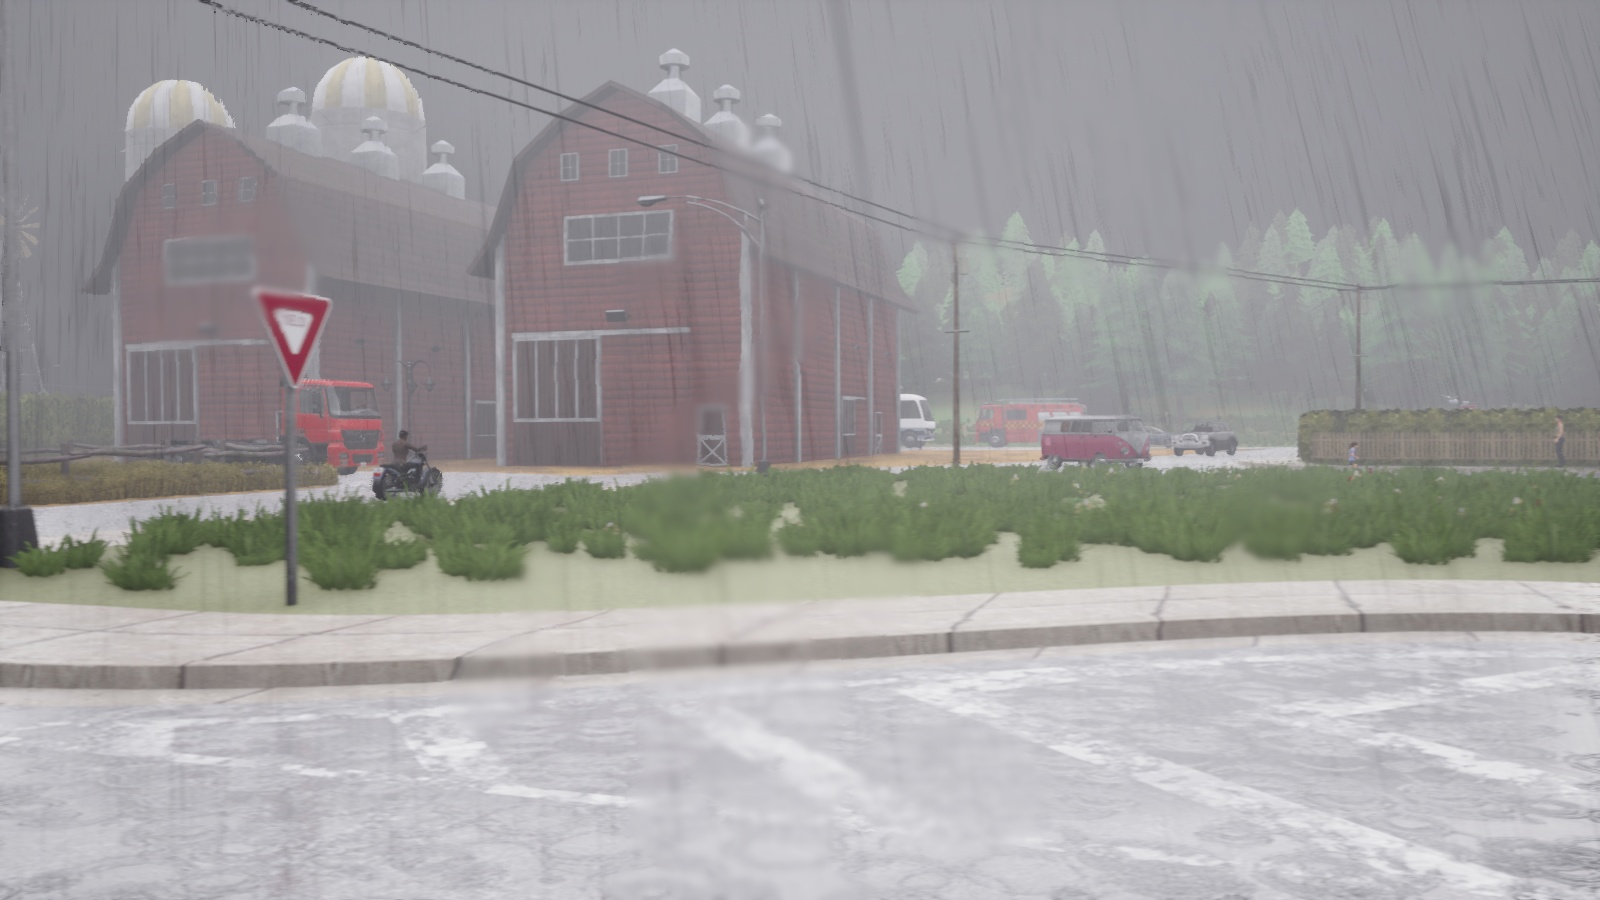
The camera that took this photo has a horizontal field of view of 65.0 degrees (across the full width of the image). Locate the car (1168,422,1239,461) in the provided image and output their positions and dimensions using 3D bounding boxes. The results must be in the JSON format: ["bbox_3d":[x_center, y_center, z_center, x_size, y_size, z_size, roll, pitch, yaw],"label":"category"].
[{"bbox_3d":[20.666,-0.462,64.149,1.932,1.855,4.605,1,2,39],"label":"car"}]

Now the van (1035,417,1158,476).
[{"bbox_3d":[10.497,-0.177,44.758,1.775,1.987,4.442,0,1,-28],"label":"van"}]

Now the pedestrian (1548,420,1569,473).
[{"bbox_3d":[26.282,-0.115,43.491,0.594,1.836,0.345,1,1,30],"label":"pedestrian"}]

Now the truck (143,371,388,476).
[{"bbox_3d":[-18.796,-0.934,44.234,7.936,3.462,2.891,1,1,17],"label":"truck"}]

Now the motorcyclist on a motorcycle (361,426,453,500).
[{"bbox_3d":[-9.072,0.278,29.086,0.766,1.649,2.350,1,1,20],"label":"motorcyclist on a motorcycle"}]

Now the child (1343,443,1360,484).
[{"bbox_3d":[15.183,0.366,34.588,0.394,1.110,0.255,1,1,19],"label":"child"}]

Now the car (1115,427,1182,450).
[{"bbox_3d":[25.747,-0.855,92.677,4.611,1.667,2.242,1,1,20],"label":"car"}]
